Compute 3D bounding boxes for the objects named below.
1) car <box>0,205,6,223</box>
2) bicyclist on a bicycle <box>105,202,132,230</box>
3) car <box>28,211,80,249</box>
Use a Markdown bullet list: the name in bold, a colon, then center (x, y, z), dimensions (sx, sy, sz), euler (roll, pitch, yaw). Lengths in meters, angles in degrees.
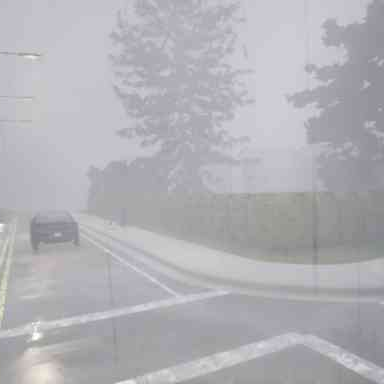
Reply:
- **car**: center (-17.911, 1.942, 29.827), dimensions (1.837, 1.490, 4.892), euler (-2, 0, -27)
- **bicyclist on a bicycle**: center (-4.340, 1.394, 19.688), dimensions (1.656, 1.620, 0.582), euler (-2, 0, -27)
- **car**: center (-6.609, 1.633, 15.807), dimensions (1.882, 1.535, 5.008), euler (-2, 0, -27)
